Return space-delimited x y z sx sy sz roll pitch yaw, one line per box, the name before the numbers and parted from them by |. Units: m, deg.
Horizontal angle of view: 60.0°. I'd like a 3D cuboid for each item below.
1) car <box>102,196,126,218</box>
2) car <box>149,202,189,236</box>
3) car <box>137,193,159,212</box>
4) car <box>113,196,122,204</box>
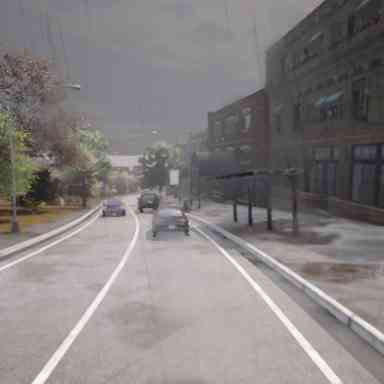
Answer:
car | -7.310 1.404 31.429 2.097 1.767 4.553 -1 0 -12
car | -1.242 1.494 18.052 1.812 1.442 4.674 -1 0 -7
car | -4.990 1.197 38.138 2.150 2.045 5.566 -1 0 -12
car | -15.848 1.643 70.972 1.812 1.442 4.674 -1 0 -12
